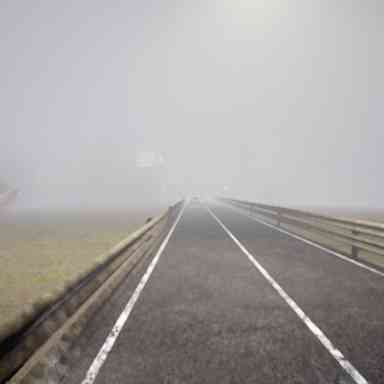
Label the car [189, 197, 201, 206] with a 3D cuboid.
[{"bbox_3d":[0.558,1.575,57.110,1.812,1.442,4.674,0,0,0],"label":"car"}]
